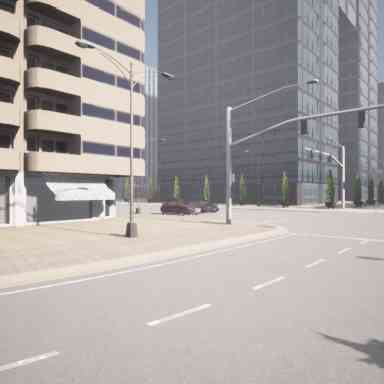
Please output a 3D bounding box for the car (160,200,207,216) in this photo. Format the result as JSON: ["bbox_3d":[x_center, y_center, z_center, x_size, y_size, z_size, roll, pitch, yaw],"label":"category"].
[{"bbox_3d":[-1.156,1.581,33.132,4.674,1.442,1.812,0,0,40],"label":"car"}]

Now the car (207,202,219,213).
[{"bbox_3d":[0.879,1.619,35.969,4.181,1.385,1.994,0,0,41],"label":"car"}]
